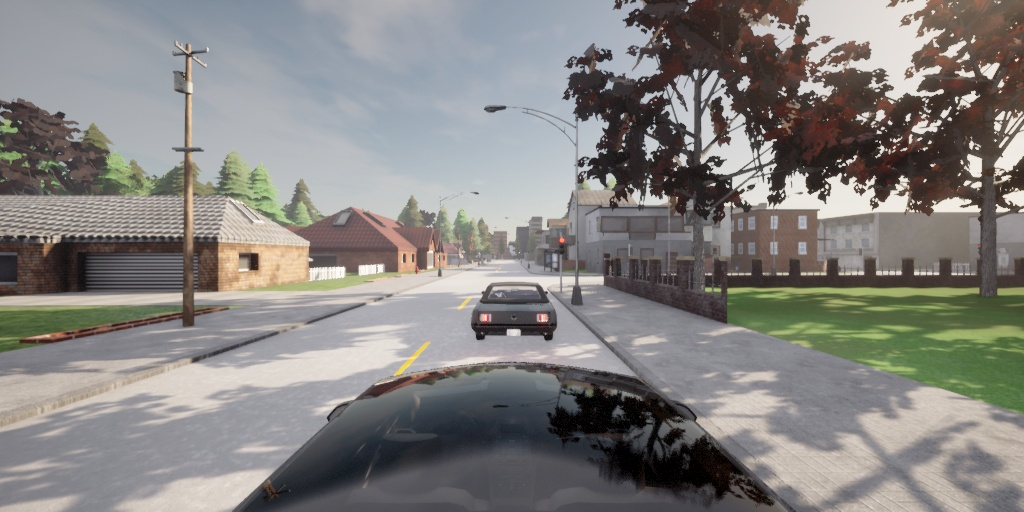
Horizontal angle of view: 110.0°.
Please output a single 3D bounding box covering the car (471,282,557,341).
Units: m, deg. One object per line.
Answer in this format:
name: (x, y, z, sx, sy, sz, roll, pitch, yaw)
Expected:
car: (0.077, 1.350, 9.885, 1.895, 1.301, 4.718, 0, 0, 1)
